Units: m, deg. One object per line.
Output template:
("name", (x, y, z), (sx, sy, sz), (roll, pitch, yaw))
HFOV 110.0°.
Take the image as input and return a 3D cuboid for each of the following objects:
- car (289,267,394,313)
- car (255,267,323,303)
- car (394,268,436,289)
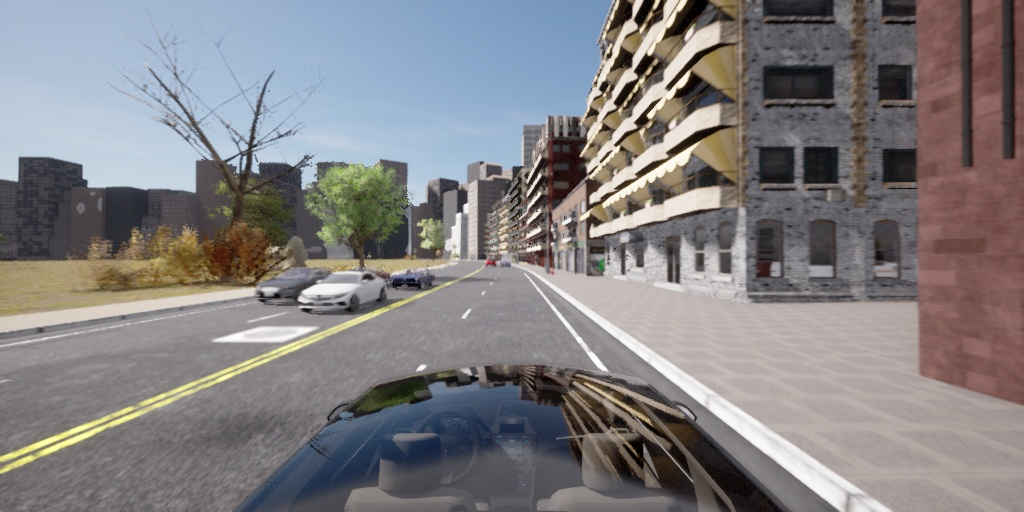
("car", (-6.563, 1.328, 14.477), (1.812, 1.442, 4.674), (0, 0, 0))
("car", (-9.800, 1.300, 16.941), (2.128, 1.511, 4.902), (0, 0, 0))
("car", (-6.465, 1.490, 23.795), (1.895, 1.301, 4.718), (0, 0, 0))
